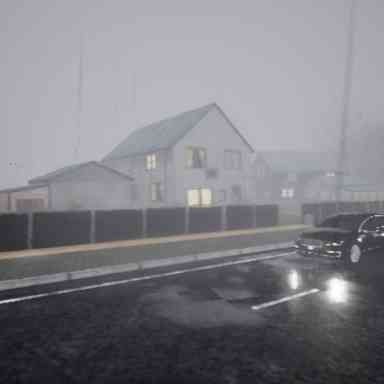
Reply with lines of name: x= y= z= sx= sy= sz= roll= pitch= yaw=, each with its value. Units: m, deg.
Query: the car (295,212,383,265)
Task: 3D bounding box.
car: x=5.656 y=1.497 z=11.714 sx=4.892 sy=1.490 sz=1.837 roll=1 pitch=0 yaw=-36
